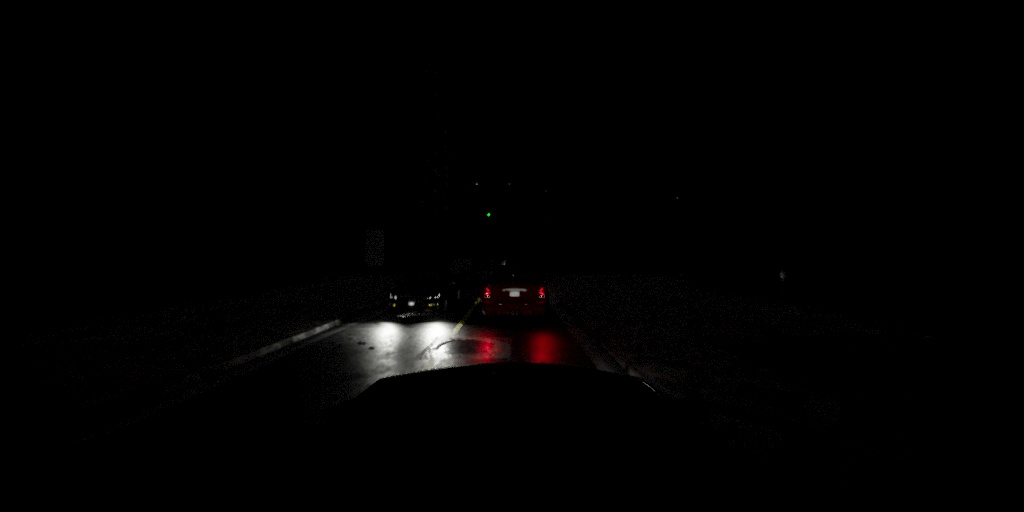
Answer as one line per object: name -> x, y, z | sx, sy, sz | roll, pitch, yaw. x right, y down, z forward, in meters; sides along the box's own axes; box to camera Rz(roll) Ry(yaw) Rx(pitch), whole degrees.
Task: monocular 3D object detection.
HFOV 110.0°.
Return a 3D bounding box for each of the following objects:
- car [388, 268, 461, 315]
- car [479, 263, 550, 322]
car -> -3.088, 1.230, 13.454 | 1.837, 1.490, 4.892 | 0, 0, 0
car -> 0.080, 1.082, 12.370 | 2.097, 1.767, 4.553 | 0, 1, 0
